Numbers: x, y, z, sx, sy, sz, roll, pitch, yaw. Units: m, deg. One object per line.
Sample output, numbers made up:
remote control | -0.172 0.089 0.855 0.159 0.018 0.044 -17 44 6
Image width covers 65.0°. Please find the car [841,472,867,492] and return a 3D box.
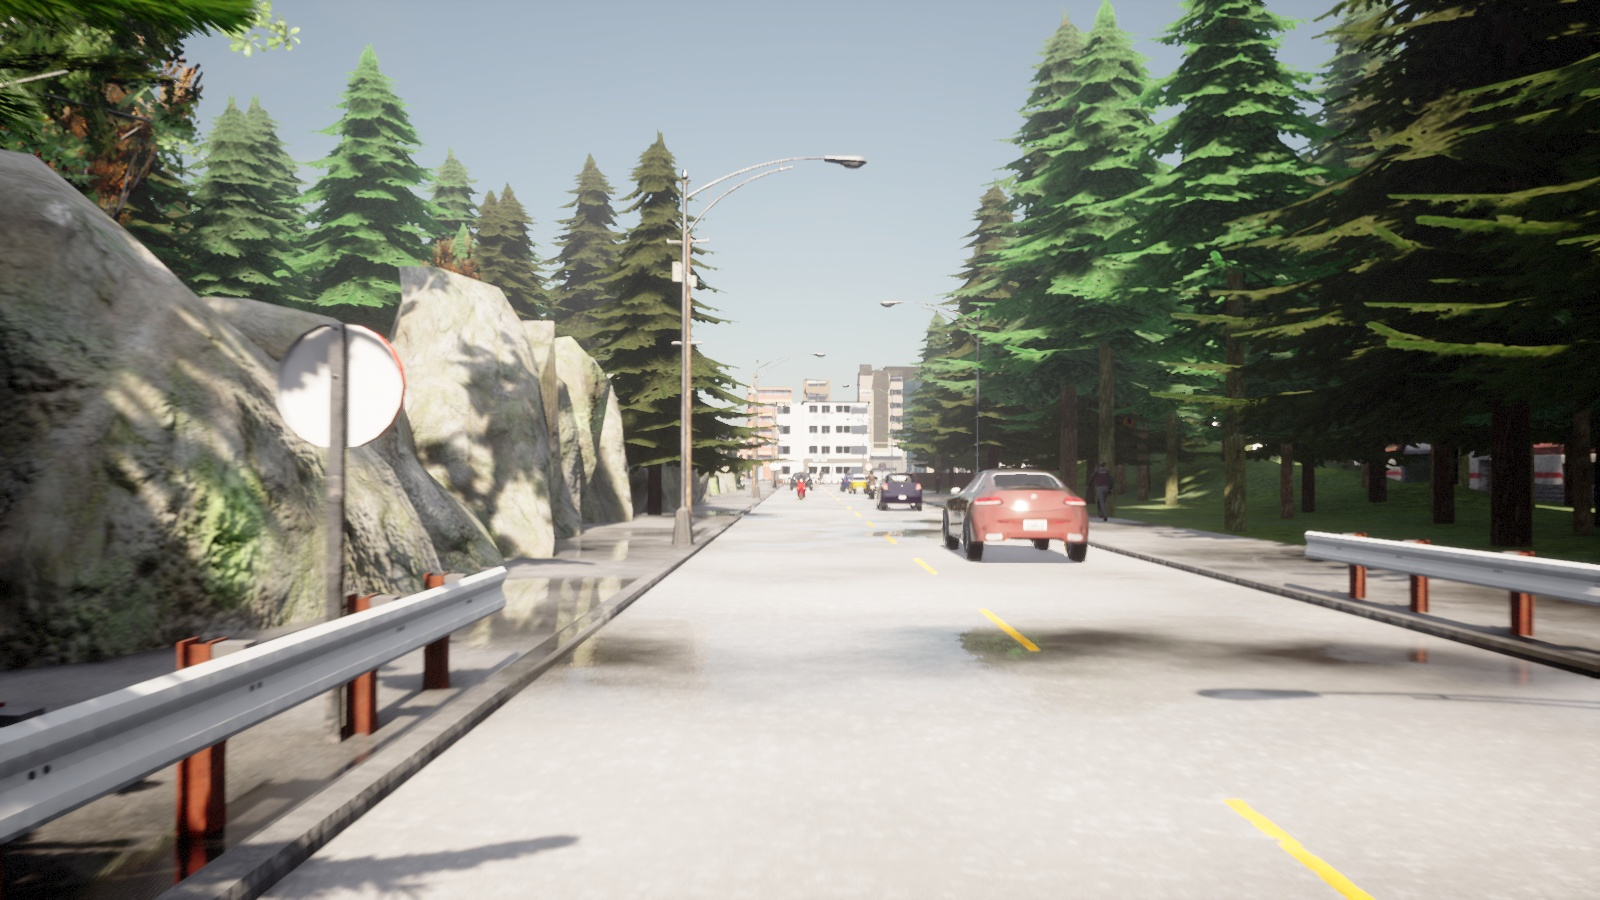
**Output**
car | 4.138 2.454 96.835 1.812 1.442 4.674 0 -1 0

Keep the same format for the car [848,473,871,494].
car | 4.120 2.323 87.291 1.481 1.376 2.207 0 -1 0

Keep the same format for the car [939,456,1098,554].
car | 4.002 0.980 23.951 2.152 1.651 5.027 0 -1 0

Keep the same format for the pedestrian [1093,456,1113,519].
pedestrian | 9.034 1.119 37.466 0.376 1.854 0.720 0 -1 -1

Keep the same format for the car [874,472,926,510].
car | 4.054 1.678 51.574 1.845 1.501 3.633 0 -1 0
